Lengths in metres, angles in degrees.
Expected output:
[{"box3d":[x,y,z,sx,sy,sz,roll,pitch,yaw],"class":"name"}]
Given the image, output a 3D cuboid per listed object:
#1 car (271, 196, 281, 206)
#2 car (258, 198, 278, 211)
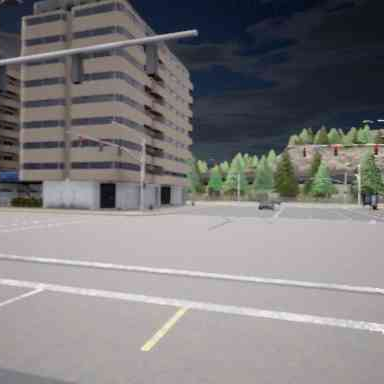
[{"box3d":[15.442,1.630,62.118,2.097,1.767,4.553,1,0,17],"class":"car"},{"box3d":[10.484,1.901,46.586,1.994,1.385,4.181,1,0,18],"class":"car"}]
